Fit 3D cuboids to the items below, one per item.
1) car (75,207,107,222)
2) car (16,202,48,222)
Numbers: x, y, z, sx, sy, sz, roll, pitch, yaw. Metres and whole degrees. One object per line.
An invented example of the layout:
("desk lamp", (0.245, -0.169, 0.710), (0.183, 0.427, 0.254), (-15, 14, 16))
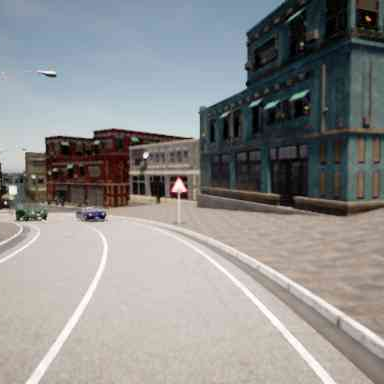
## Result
("car", (-9.937, 2.084, 32.398), (1.895, 1.301, 4.718), (-2, 1, -32))
("car", (-17.876, 2.168, 36.876), (2.150, 2.045, 5.566), (-3, 0, -41))
